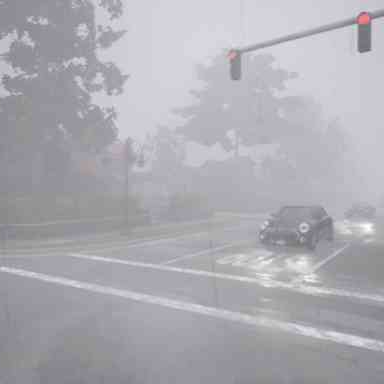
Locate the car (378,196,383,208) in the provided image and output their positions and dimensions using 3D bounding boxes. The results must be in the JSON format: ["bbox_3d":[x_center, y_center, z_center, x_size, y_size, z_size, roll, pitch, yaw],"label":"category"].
[{"bbox_3d":[27.959,1.339,47.574,2.097,1.767,4.553,0,0,35],"label":"car"}]

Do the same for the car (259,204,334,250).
[{"bbox_3d":[4.642,1.343,14.502,2.097,1.767,4.553,0,0,35],"label":"car"}]

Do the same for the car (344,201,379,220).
[{"bbox_3d":[14.285,1.592,28.247,1.895,1.301,4.718,0,0,35],"label":"car"}]

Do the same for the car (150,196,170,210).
[{"bbox_3d":[-2.381,1.126,33.730,3.806,1.475,1.970,0,0,36],"label":"car"}]
